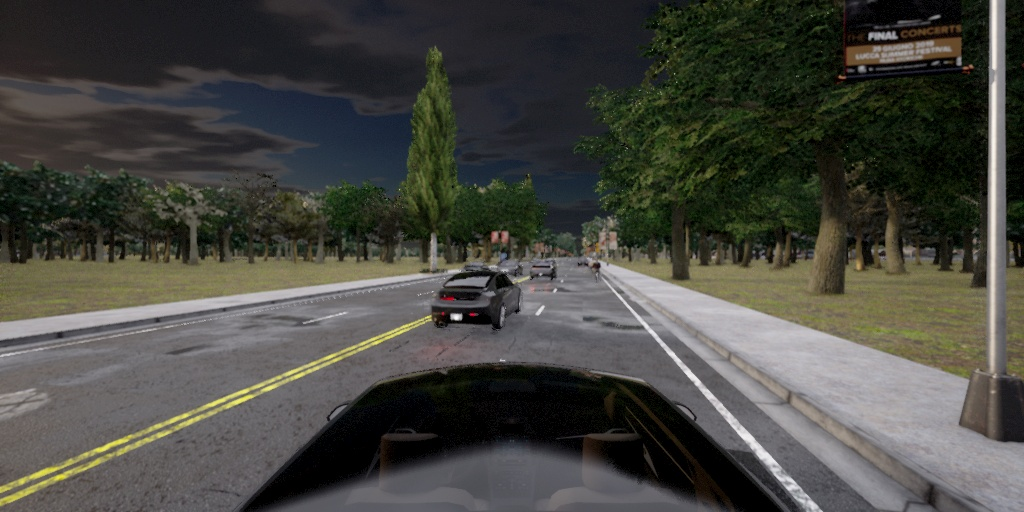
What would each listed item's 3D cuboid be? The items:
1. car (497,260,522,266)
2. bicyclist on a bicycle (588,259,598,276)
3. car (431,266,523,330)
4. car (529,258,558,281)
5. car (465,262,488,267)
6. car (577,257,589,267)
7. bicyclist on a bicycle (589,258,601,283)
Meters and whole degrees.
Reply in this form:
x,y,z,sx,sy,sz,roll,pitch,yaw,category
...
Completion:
x,y,z,sx,sy,sz,roll,pitch,yaw,category
-0.180,1.151,32.822,2.128,1.511,4.902,0,0,11,car
7.886,1.102,34.951,0.866,1.612,1.509,0,0,11,bicyclist on a bicycle
-0.885,1.226,11.103,1.837,1.490,4.892,0,0,11,car
2.641,1.166,29.256,2.128,1.511,4.902,0,0,11,car
-3.368,1.217,33.458,1.994,1.385,4.181,0,0,11,car
12.558,1.193,63.282,1.895,1.301,4.718,0,0,11,car
6.065,1.060,25.674,0.659,1.776,1.843,0,0,11,bicyclist on a bicycle
